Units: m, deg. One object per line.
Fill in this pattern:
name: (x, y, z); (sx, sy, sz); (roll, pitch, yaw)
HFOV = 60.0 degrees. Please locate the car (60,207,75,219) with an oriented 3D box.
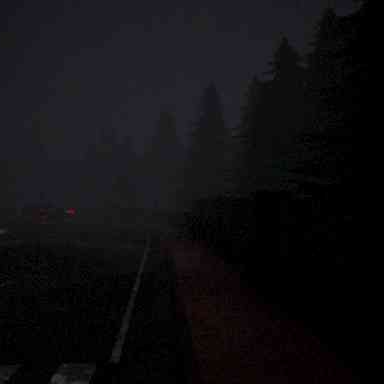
car: (-17.166, 2.722, 43.629); (4.902, 1.511, 2.128); (-1, -3, 41)

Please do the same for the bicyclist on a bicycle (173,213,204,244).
bicyclist on a bicycle: (-0.186, 1.922, 17.422); (1.656, 1.620, 0.582); (1, -2, -6)

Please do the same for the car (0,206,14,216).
car: (-27.702, 2.702, 46.569); (4.181, 1.385, 1.994); (0, -2, 20)

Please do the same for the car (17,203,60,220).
car: (-18.884, 2.317, 40.726); (5.566, 2.045, 2.150); (-1, -3, 42)

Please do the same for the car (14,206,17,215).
car: (-25.877, 2.772, 49.253); (4.892, 1.490, 1.837); (0, -2, 26)
